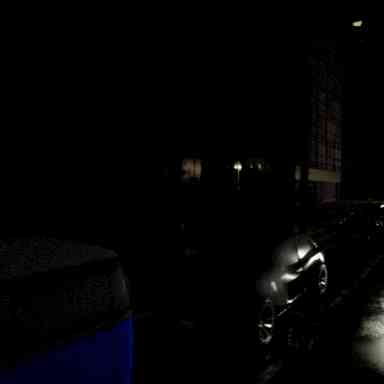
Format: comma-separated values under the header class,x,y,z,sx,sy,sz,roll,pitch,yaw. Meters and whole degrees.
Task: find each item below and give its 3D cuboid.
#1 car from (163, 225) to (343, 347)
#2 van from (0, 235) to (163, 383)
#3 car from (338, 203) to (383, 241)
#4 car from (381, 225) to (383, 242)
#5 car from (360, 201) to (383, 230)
class,x,y,z,sx,sy,sz,roll,pitch,yaw
car,1.252,1.479,6.352,1.947,1.339,4.313,1,1,37
van,-2.168,1.302,1.866,1.690,1.788,3.998,1,1,37
car,8.096,1.266,15.314,1.967,1.590,4.097,1,1,37
car,7.462,1.111,10.083,2.150,2.045,5.566,1,1,37
car,11.518,1.328,19.797,1.887,1.381,4.507,1,1,37
